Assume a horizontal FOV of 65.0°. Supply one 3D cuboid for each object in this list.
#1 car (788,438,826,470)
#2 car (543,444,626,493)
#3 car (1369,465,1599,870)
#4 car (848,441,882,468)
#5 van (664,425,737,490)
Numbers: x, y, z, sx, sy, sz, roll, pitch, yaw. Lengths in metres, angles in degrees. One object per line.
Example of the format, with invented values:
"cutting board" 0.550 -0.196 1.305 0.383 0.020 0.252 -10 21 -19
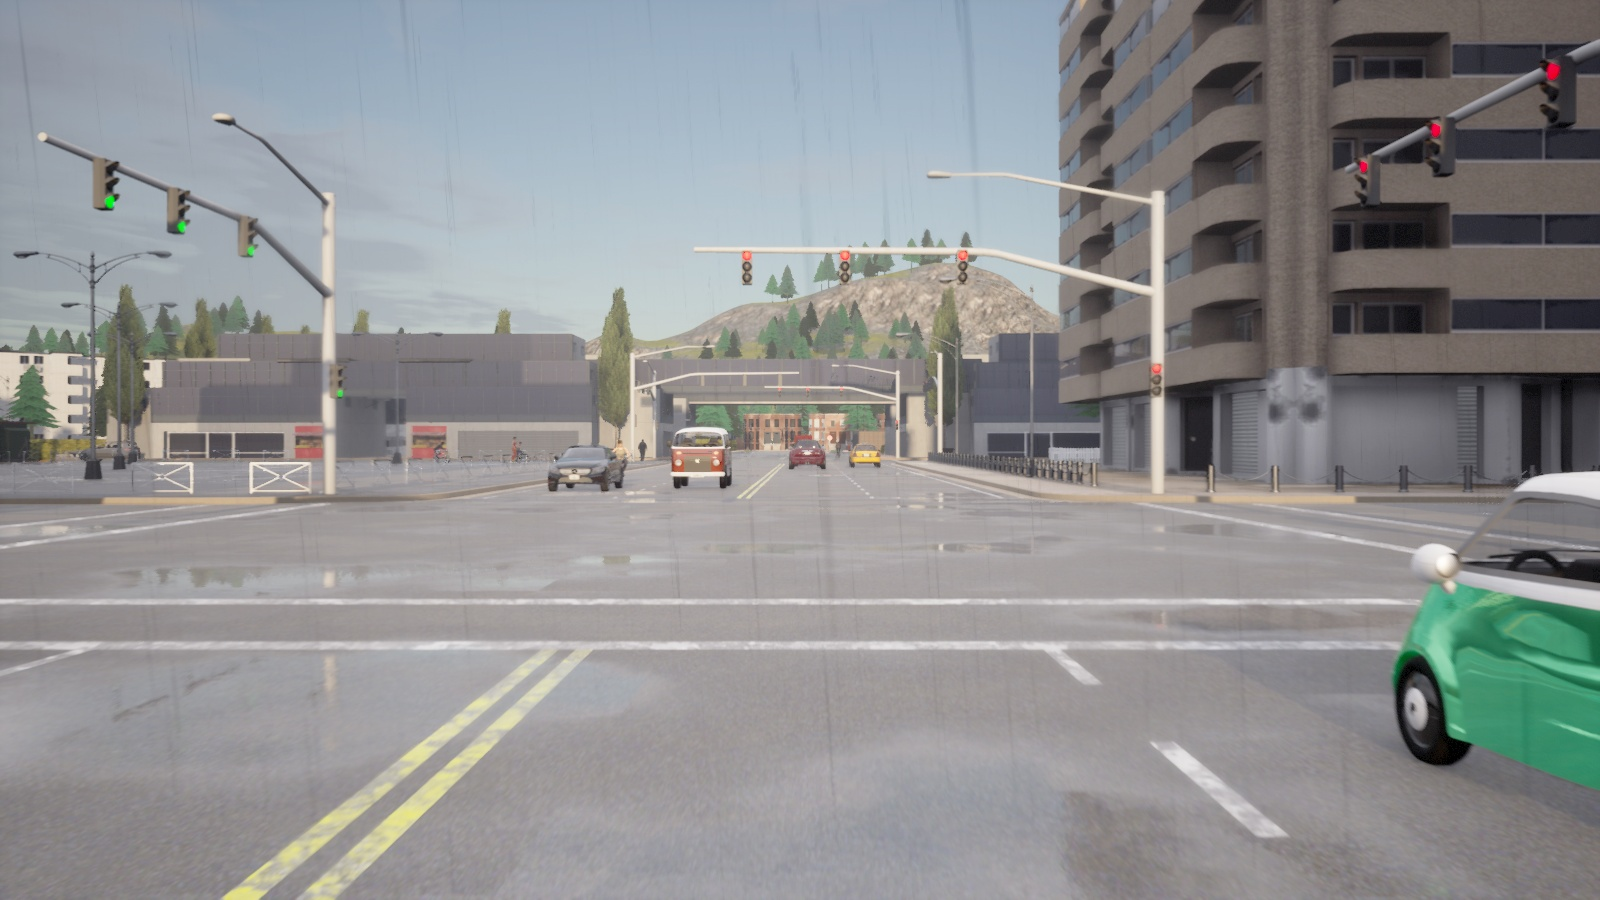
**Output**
"car" 0.422 0.201 71.798 2.097 1.767 4.553 0 0 0
"car" -6.759 0.542 39.895 1.812 1.442 4.674 0 0 0
"car" 3.544 0.775 5.082 1.481 1.376 2.207 0 1 0
"car" 3.950 0.256 76.704 1.801 1.575 5.366 0 0 0
"van" -3.247 0.231 41.890 2.069 2.038 4.480 0 0 0
